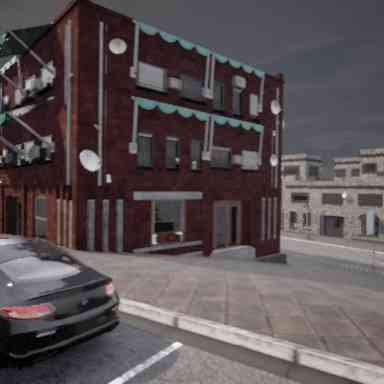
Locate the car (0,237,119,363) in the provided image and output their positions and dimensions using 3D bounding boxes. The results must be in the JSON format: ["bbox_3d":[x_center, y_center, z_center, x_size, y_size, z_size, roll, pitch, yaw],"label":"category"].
[{"bbox_3d":[-3.208,1.491,5.456,4.674,1.452,2.002,0,0,34],"label":"car"}]
